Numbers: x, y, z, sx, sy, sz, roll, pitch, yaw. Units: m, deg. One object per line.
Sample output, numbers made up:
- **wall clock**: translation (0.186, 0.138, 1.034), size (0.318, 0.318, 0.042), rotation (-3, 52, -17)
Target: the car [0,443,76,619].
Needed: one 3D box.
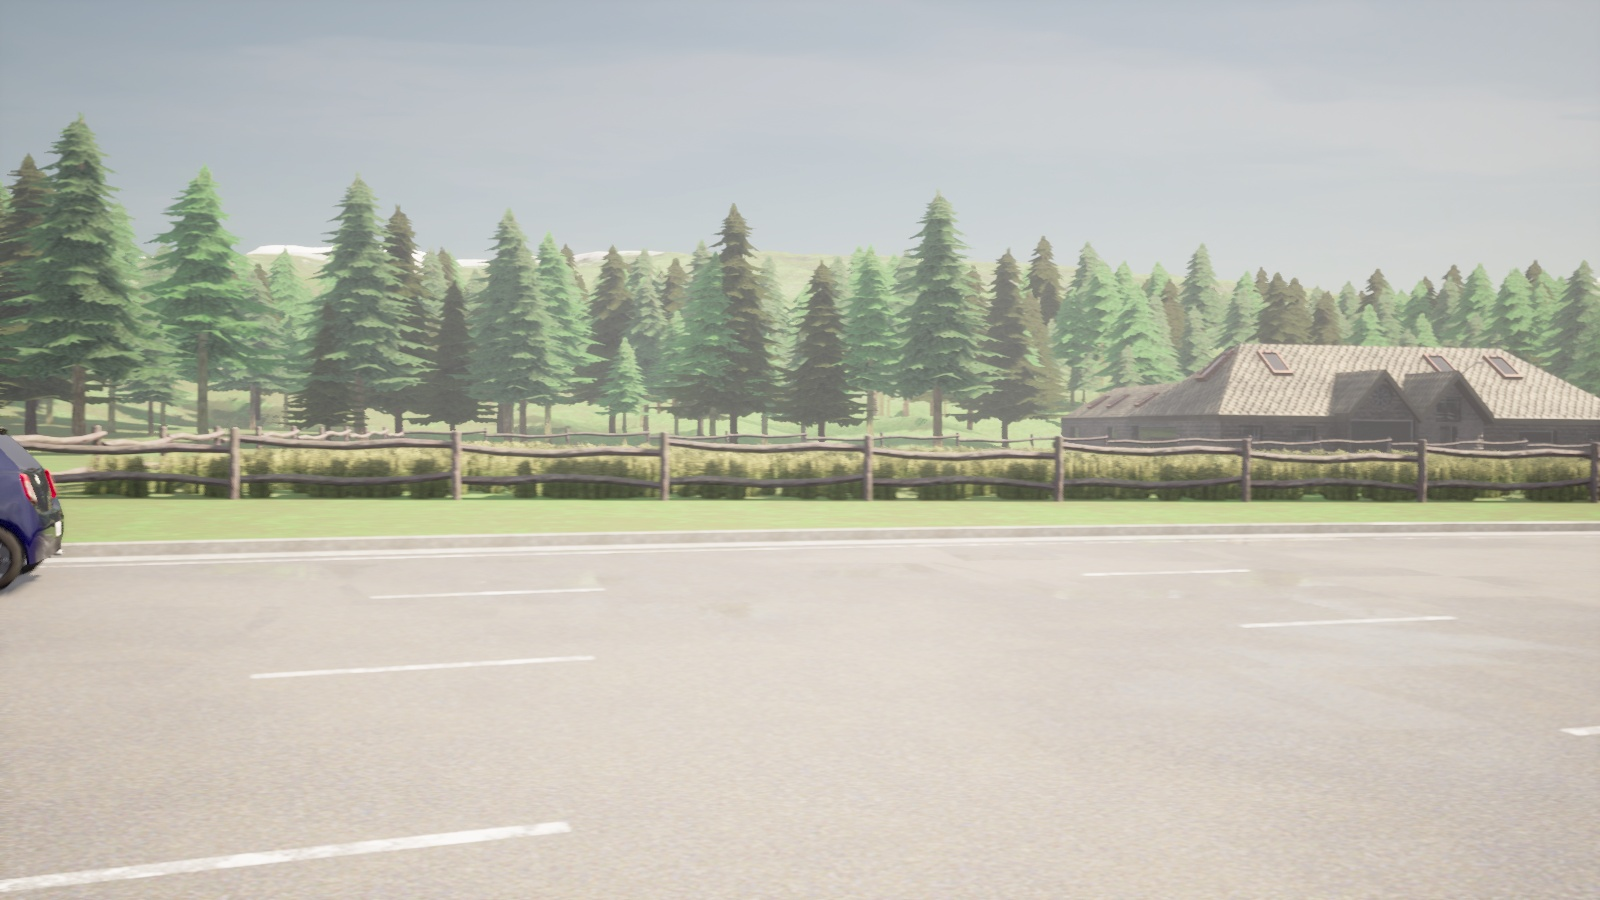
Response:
- **car**: translation (-8.608, 0.723, 11.079), size (3.633, 1.501, 1.845), rotation (-1, 1, -23)
